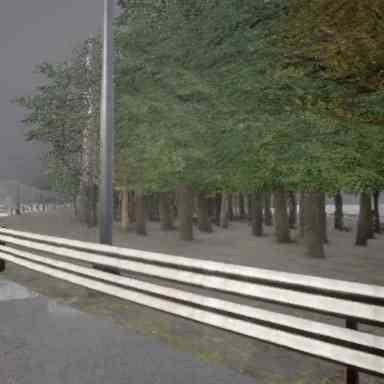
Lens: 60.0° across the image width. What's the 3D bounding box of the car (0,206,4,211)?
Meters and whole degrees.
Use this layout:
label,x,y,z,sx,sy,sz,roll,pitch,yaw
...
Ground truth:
label,x,y,z,sx,sy,sz,roll,pitch,yaw
car,-47.000,4.054,80.411,2.033,1.411,5.357,0,-2,-17
